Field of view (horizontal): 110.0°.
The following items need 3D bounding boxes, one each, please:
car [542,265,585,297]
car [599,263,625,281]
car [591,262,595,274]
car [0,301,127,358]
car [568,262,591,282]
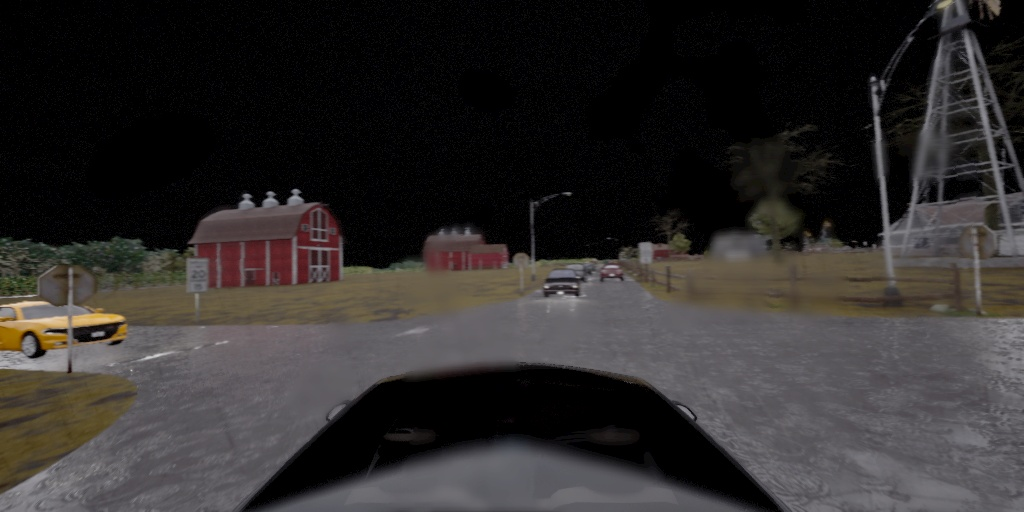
[{"bbox_3d":[2.852,1.408,19.914,2.033,1.411,5.357,-2,-1,11],"label":"car"},{"bbox_3d":[8.568,1.341,30.917,1.812,1.442,4.674,-2,-1,15],"label":"car"},{"bbox_3d":[8.274,1.540,41.395,1.895,1.301,4.718,-2,-1,15],"label":"car"},{"bbox_3d":[-14.428,2.132,11.025,5.008,1.535,1.882,-3,-2,14],"label":"car"},{"bbox_3d":[5.382,1.405,30.378,1.837,1.490,4.892,-2,0,15],"label":"car"}]
